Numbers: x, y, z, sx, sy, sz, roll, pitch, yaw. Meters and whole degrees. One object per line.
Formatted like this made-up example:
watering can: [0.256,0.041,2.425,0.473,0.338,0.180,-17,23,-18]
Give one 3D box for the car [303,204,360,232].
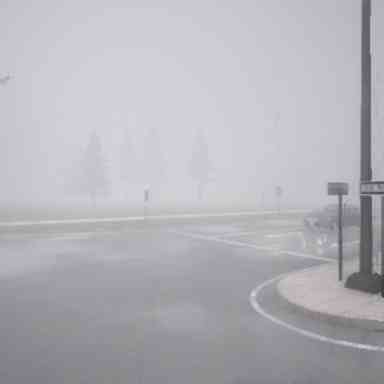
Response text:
car: [8.691,1.473,20.008,4.902,1.511,2.128,0,0,-35]
